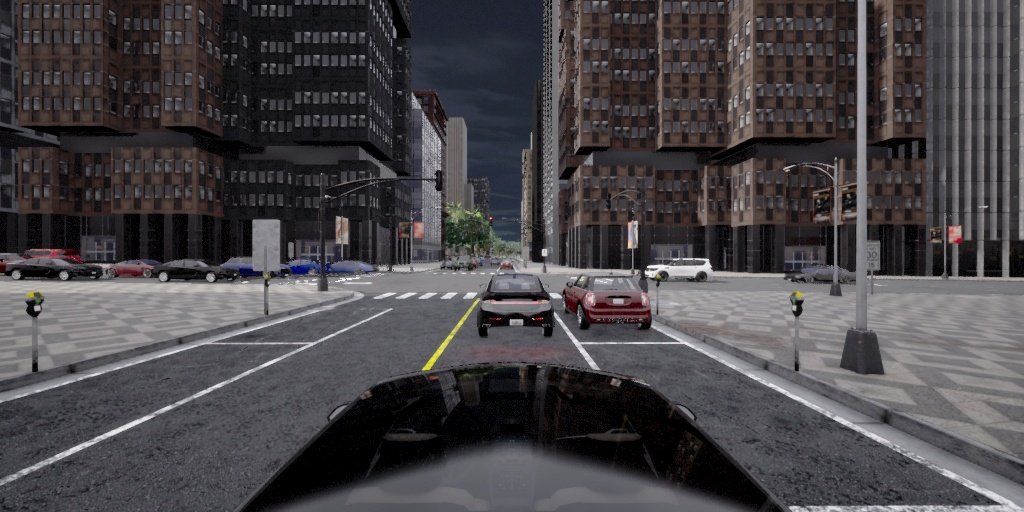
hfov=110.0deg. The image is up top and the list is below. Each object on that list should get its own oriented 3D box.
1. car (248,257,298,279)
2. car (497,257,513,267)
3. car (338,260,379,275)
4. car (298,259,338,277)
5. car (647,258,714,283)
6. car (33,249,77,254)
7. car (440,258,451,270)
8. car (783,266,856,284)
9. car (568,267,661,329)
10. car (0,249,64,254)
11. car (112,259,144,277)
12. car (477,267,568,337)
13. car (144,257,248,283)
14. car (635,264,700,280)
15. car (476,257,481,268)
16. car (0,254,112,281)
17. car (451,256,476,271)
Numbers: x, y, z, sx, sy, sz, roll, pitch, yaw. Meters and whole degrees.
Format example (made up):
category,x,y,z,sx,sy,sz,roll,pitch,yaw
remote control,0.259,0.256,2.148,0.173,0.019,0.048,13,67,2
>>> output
category,x,y,z,sx,sy,sz,roll,pitch,yaw
car,-19.563,0.855,27.554,4.553,1.767,2.097,1,0,0
car,-0.759,1.198,52.552,1.967,1.591,4.097,0,0,-1
car,-15.596,1.098,34.289,5.357,1.411,2.033,1,0,-1
car,-18.222,0.995,31.016,5.008,1.535,1.882,1,0,0
car,14.508,1.205,31.285,5.566,2.045,2.150,1,0,1
car,-44.610,0.358,34.039,5.566,2.045,2.150,1,0,-1
car,-9.284,1.324,52.474,1.948,1.339,4.313,0,0,-1
car,26.981,1.711,31.413,5.357,1.411,2.033,1,0,0
car,2.734,1.190,11.171,1.967,1.591,4.097,0,0,0
car,-38.021,0.592,27.392,4.553,1.767,2.097,1,0,0
car,-28.206,0.945,27.472,4.181,1.385,1.994,1,0,-1
car,0.076,1.241,10.285,2.128,1.511,4.902,0,0,-1
car,-21.272,0.960,24.288,5.008,1.535,1.882,1,0,-1
car,14.906,1.533,34.550,5.357,1.411,2.033,1,0,1
car,-6.668,1.251,59.362,1.882,1.535,5.008,0,0,0
car,-30.739,0.827,24.207,5.008,1.535,1.882,1,0,0
car,-6.588,0.973,49.372,2.150,2.045,5.566,0,0,0
